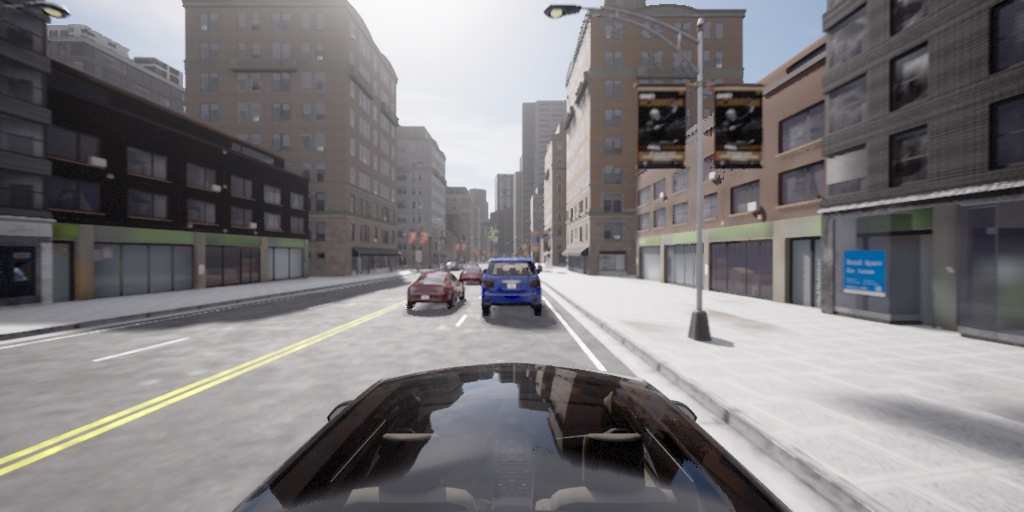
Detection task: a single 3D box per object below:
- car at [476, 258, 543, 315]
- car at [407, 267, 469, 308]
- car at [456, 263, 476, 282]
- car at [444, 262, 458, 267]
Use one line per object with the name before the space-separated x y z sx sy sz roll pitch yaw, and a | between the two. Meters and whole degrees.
car | 0.000 1.088 14.422 2.150 2.045 5.566 0 0 0
car | -3.237 1.400 15.747 1.812 1.442 4.674 0 0 0
car | -3.250 1.557 30.377 1.994 1.385 4.181 0 0 1
car | -9.808 1.689 58.394 2.128 1.511 4.902 0 -1 0
